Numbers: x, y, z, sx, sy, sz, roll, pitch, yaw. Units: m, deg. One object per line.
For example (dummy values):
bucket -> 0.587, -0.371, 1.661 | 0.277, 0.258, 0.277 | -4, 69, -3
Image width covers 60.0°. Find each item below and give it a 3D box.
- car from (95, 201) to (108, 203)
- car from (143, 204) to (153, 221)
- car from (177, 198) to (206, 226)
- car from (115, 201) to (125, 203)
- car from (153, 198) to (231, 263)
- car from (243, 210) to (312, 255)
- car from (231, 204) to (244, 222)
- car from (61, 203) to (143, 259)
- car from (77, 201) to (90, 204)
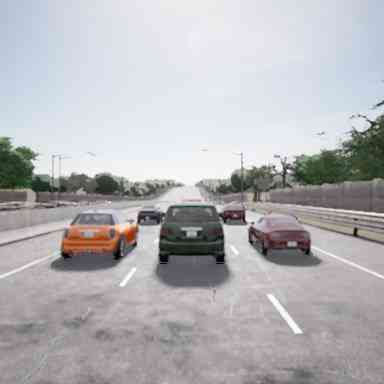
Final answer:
car -> -17.526, 2.394, 64.492 | 1.882, 1.535, 5.008 | 0, -1, 0
car -> -3.485, 1.816, 28.522 | 1.837, 1.490, 4.892 | 0, 0, 0
car -> 0.004, 1.522, 27.593 | 2.150, 2.045, 5.566 | 0, 0, 0
car -> -14.024, 2.462, 64.514 | 2.033, 1.411, 5.357 | 0, -1, 0
car -> 0.007, 1.354, 12.590 | 2.150, 2.045, 5.566 | 0, 0, 0
car -> 3.521, 1.668, 13.923 | 1.812, 1.442, 4.674 | 0, 0, 1
car -> 3.523, 1.796, 29.253 | 1.882, 1.535, 5.008 | 0, -1, 1
car -> -3.482, 1.489, 13.412 | 2.097, 1.767, 4.553 | 0, -1, 0
car -> -21.014, 2.458, 64.561 | 2.033, 1.411, 5.357 | 0, -1, 0
